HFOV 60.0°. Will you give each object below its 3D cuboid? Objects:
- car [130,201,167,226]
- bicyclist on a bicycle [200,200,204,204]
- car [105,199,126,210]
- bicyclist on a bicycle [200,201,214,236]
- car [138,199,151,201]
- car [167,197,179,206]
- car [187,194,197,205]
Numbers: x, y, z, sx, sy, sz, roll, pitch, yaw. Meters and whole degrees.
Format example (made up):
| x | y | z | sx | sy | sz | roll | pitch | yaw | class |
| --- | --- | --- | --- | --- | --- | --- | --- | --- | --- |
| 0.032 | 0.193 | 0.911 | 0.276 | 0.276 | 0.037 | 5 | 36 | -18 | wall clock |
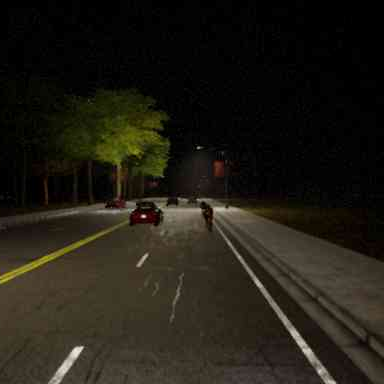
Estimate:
| x | y | z | sx | sy | sz | roll | pitch | yaw | class |
| --- | --- | --- | --- | --- | --- | --- | --- | --- | --- |
| -3.143 | 1.553 | 23.608 | 1.994 | 1.385 | 4.181 | 0 | 0 | 0 | car |
| 0.900 | 1.442 | 26.660 | 0.582 | 1.620 | 1.656 | 0 | 0 | 0 | bicyclist on a bicycle |
| -9.826 | 1.588 | 42.874 | 1.895 | 1.301 | 4.718 | 0 | 0 | 0 | car |
| 0.898 | 1.443 | 17.534 | 0.582 | 1.620 | 1.656 | 0 | 0 | 0 | bicyclist on a bicycle |
| -6.569 | 1.588 | 45.515 | 1.895 | 1.301 | 4.718 | 0 | 0 | 0 | car |
| -3.136 | 1.514 | 54.741 | 1.812 | 1.442 | 4.674 | 0 | 0 | 0 | car |
| 0.055 | 1.539 | 60.644 | 2.033 | 1.411 | 5.357 | 0 | 0 | 0 | car |
